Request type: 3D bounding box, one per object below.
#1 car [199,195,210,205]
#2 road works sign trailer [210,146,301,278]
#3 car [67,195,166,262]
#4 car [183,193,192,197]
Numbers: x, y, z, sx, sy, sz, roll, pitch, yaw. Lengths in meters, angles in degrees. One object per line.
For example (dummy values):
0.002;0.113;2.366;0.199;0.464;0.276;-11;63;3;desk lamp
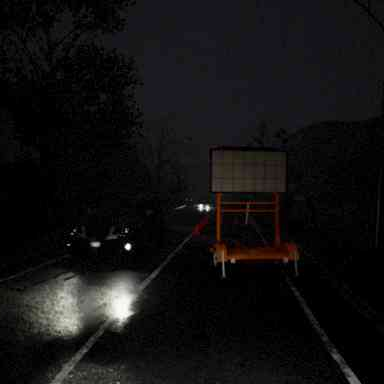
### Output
2.045;1.237;54.211;2.128;1.511;4.902;0;0;1;car
1.670;0.441;10.174;2.380;3.560;2.880;1;0;-7;road works sign trailer
-2.439;1.143;12.325;2.150;2.045;5.566;1;0;7;car
-1.173;1.023;89.376;1.812;1.442;4.674;-1;0;-13;car
